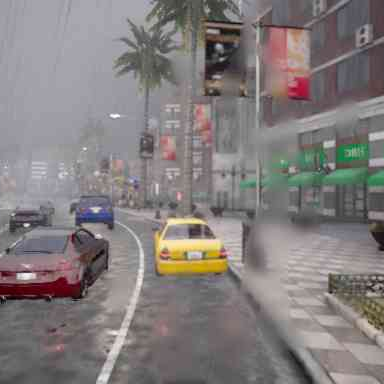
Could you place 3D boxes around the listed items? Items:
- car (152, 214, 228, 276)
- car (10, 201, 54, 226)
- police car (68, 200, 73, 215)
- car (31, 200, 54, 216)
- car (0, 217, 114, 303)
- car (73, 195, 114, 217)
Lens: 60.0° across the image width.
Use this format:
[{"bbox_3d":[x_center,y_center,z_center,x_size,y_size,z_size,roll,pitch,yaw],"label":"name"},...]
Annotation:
[{"bbox_3d":[-0.261,1.451,10.287,1.801,1.575,5.366,0,0,-7],"label":"car"},{"bbox_3d":[-9.547,1.485,19.924,1.837,1.490,4.892,0,0,-19],"label":"car"},{"bbox_3d":[-11.600,1.396,34.212,1.930,1.638,5.238,0,0,-23],"label":"police car"},{"bbox_3d":[-14.903,1.532,33.290,1.994,1.385,4.181,0,0,-23],"label":"car"},{"bbox_3d":[-3.287,1.557,8.271,1.994,1.385,4.181,0,0,-5],"label":"car"},{"bbox_3d":[-6.236,1.200,21.013,2.150,2.045,5.566,0,-1,-19],"label":"car"}]
